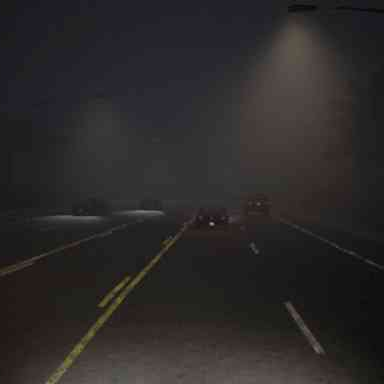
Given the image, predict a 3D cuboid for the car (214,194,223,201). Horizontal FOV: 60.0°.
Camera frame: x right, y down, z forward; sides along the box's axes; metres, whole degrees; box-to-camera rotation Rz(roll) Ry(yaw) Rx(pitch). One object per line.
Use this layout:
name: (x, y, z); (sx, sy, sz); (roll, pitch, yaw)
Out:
car: (5.441, 1.095, 67.437); (1.882, 1.535, 5.008); (1, 0, 6)

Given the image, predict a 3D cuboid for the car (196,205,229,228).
car: (1.376, 1.489, 21.074); (1.895, 1.301, 4.718); (1, 0, 6)

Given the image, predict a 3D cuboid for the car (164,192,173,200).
car: (-5.019, 0.779, 68.853); (1.837, 1.490, 4.892); (1, 0, 5)

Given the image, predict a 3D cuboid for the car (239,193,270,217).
car: (5.862, 1.111, 30.906); (2.150, 2.045, 5.566); (1, 0, 5)

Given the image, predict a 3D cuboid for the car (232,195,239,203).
car: (8.564, 1.233, 62.310); (1.812, 1.442, 4.674); (1, 0, 5)

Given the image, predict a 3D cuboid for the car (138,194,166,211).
car: (-4.417, 1.234, 35.905); (1.994, 1.385, 4.181); (1, 0, 5)

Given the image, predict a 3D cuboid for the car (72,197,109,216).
car: (-8.576, 1.174, 28.519); (1.812, 1.442, 4.674); (1, 0, 5)
